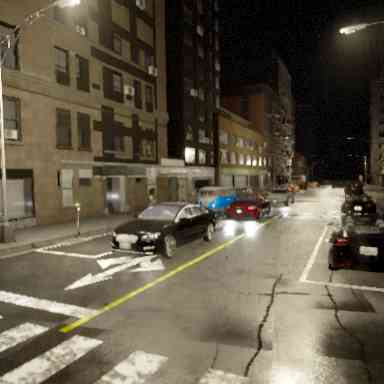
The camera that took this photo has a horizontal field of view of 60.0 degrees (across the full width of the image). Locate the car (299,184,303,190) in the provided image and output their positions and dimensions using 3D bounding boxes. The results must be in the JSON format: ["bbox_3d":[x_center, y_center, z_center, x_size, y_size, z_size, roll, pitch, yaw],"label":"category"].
[{"bbox_3d":[15.806,-0.530,52.268,1.752,1.417,4.829,0,2,25],"label":"car"}]

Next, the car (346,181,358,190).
[{"bbox_3d":[30.652,-1.189,63.643,1.967,1.590,4.097,0,2,25],"label":"car"}]

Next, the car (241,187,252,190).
[{"bbox_3d":[4.087,0.421,27.614,1.967,1.590,4.097,0,2,25],"label":"car"}]

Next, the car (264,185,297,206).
[{"bbox_3d":[7.786,0.395,29.375,1.812,1.442,4.674,0,2,26],"label":"car"}]

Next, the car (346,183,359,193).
[{"bbox_3d":[25.938,-0.682,53.724,1.887,1.381,4.507,0,2,25],"label":"car"}]

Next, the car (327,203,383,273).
[{"bbox_3d":[4.715,1.228,9.077,1.947,1.339,4.313,0,2,25],"label":"car"}]

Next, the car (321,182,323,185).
[{"bbox_3d":[32.389,-1.892,87.151,1.947,1.339,4.313,0,2,25],"label":"car"}]

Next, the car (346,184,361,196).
[{"bbox_3d":[21.294,-0.300,43.956,1.752,1.417,4.829,0,2,25],"label":"car"}]

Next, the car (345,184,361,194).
[{"bbox_3d":[23.580,-0.473,48.763,2.008,1.369,4.403,0,2,25],"label":"car"}]

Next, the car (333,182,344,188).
[{"bbox_3d":[34.698,-1.673,78.787,2.128,1.511,4.902,0,2,25],"label":"car"}]

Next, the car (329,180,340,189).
[{"bbox_3d":[30.190,-1.343,69.304,1.882,1.535,5.008,0,2,25],"label":"car"}]

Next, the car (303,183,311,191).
[{"bbox_3d":[20.596,-0.922,62.344,1.887,1.381,4.507,0,2,25],"label":"car"}]

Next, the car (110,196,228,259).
[{"bbox_3d":[-0.748,1.136,11.421,2.128,1.511,4.902,0,2,27],"label":"car"}]

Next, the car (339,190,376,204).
[{"bbox_3d":[9.432,0.798,18.999,1.947,1.339,4.313,0,2,25],"label":"car"}]

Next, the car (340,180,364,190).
[{"bbox_3d":[18.859,-0.297,38.834,2.192,1.841,5.009,0,2,25],"label":"car"}]

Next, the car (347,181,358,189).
[{"bbox_3d":[33.011,-1.389,68.605,1.967,1.590,4.097,0,2,25],"label":"car"}]

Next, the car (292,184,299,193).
[{"bbox_3d":[13.519,-0.416,47.458,1.967,1.590,4.097,0,2,25],"label":"car"}]

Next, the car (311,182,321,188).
[{"bbox_3d":[30.028,-1.822,82.186,1.967,1.590,4.097,0,2,25],"label":"car"}]

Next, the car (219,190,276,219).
[{"bbox_3d":[3.495,0.821,20.350,1.994,1.385,4.181,0,2,26],"label":"car"}]

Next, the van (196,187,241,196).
[{"bbox_3d":[1.727,0.535,22.650,1.690,1.788,3.998,0,2,25],"label":"van"}]
